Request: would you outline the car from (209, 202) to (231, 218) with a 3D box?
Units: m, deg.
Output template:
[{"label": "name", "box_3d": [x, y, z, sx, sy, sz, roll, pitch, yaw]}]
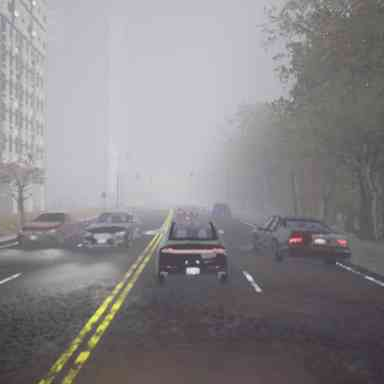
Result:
[{"label": "car", "box_3d": [2.732, 1.708, 32.987, 1.882, 1.535, 5.008, 3, 4, -2]}]

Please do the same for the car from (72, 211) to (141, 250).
[{"label": "car", "box_3d": [-3.507, 1.654, 15.257, 2.128, 1.511, 4.902, 0, -1, -1]}]

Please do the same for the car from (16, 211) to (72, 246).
[{"label": "car", "box_3d": [-6.779, 1.700, 16.444, 1.812, 1.442, 4.674, 0, -1, -1]}]

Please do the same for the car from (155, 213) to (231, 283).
[{"label": "car", "box_3d": [0.001, 1.599, 9.979, 2.128, 1.511, 4.902, 0, 0, -1]}]

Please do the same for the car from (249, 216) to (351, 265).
[{"label": "car", "box_3d": [3.312, 1.516, 11.237, 2.033, 1.411, 5.357, 3, -4, -1]}]

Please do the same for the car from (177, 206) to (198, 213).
[{"label": "car", "box_3d": [-0.454, 1.921, 30.348, 1.895, 1.301, 4.718, 0, -1, -2]}]
